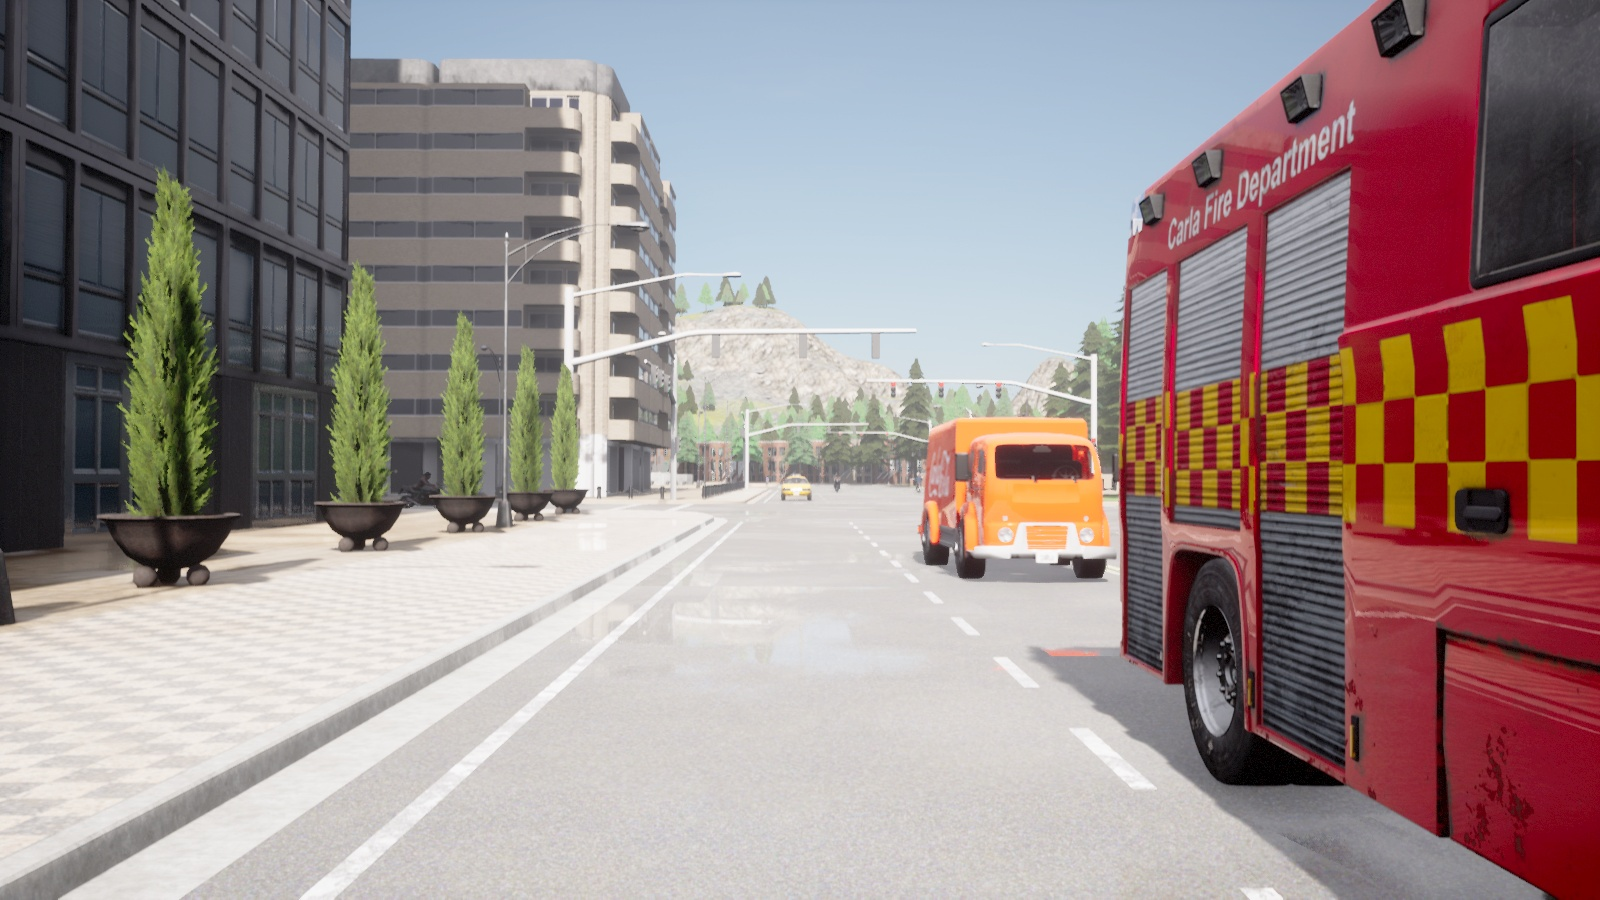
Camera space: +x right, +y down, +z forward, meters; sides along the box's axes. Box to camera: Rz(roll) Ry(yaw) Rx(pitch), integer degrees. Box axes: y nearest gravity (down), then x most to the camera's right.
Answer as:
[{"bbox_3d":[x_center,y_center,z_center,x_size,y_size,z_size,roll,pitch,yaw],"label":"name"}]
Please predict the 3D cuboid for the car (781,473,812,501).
[{"bbox_3d":[-0.195,2.163,74.855,1.801,1.575,5.366,0,-1,0],"label":"car"}]

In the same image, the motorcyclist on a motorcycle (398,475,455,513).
[{"bbox_3d":[-14.797,1.739,49.802,2.044,1.523,0.797,0,-1,0],"label":"motorcyclist on a motorcycle"}]

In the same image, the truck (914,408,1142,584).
[{"bbox_3d":[3.446,0.699,20.311,2.627,2.467,5.204,0,-1,-1],"label":"truck"}]

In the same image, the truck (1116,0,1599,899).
[{"bbox_3d":[3.485,-0.290,3.777,2.891,3.827,8.468,0,-1,0],"label":"truck"}]
